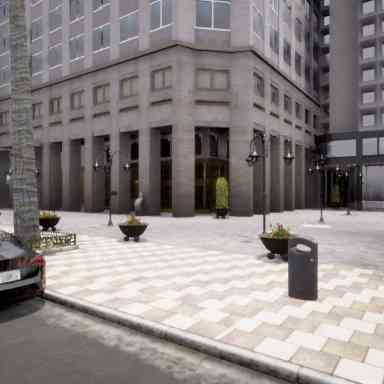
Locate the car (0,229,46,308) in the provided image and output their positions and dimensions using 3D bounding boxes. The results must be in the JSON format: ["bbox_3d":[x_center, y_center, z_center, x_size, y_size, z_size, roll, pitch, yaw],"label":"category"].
[{"bbox_3d":[-5.085,1.513,7.118,4.786,1.482,2.161,0,0,35],"label":"car"}]
